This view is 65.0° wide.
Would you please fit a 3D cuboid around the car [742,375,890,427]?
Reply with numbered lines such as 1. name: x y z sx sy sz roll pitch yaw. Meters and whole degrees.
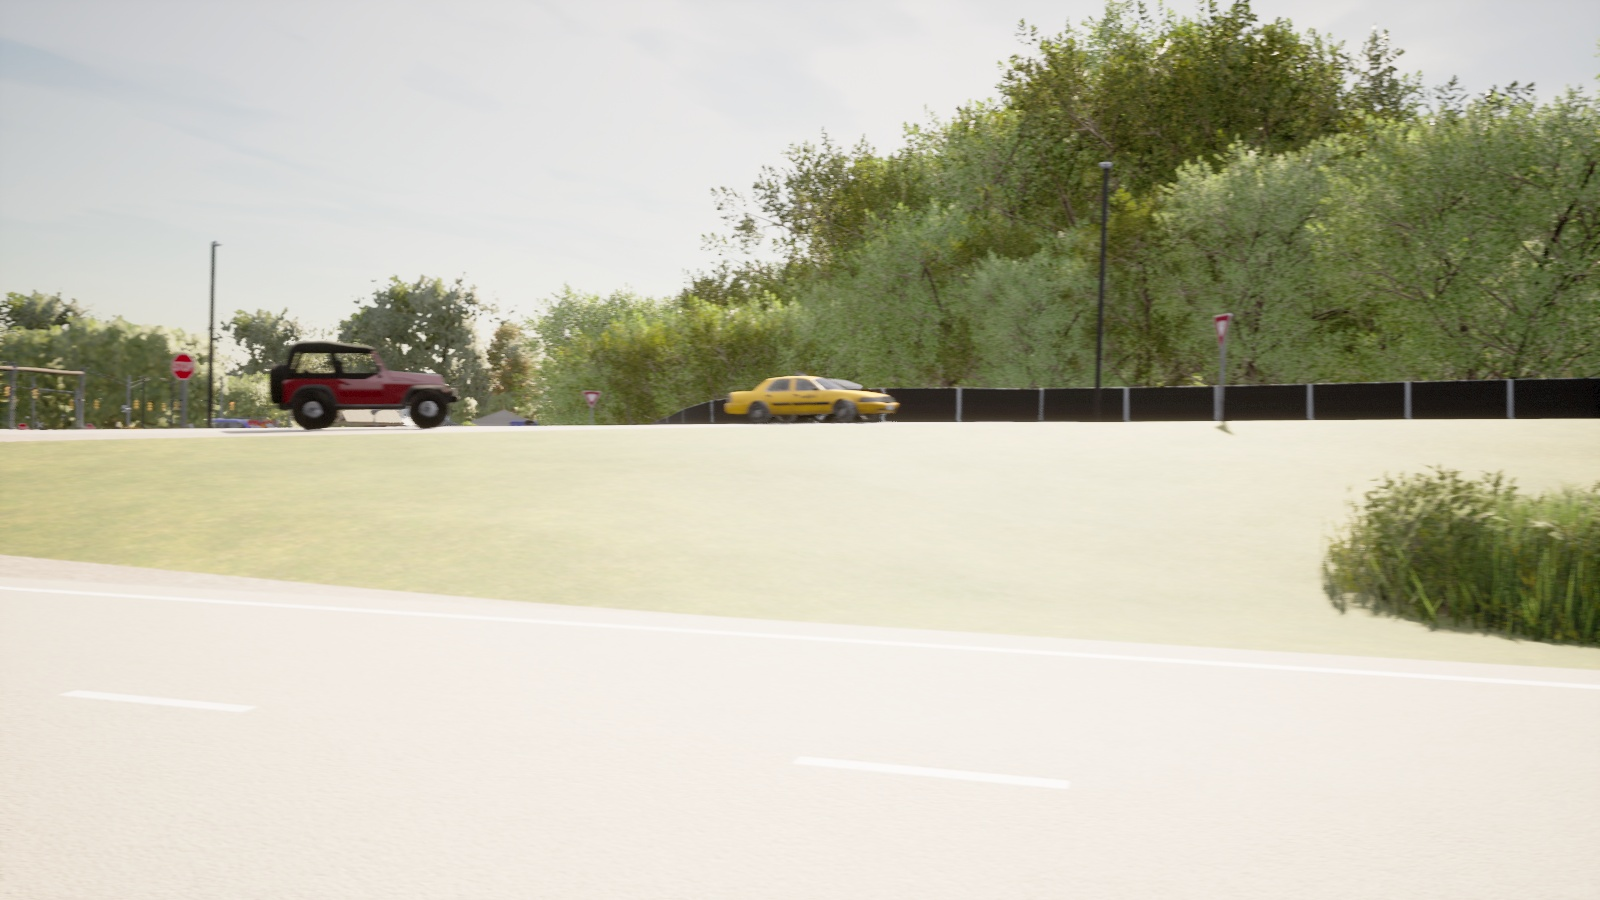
1. car: 0.462 -1.602 41.707 2.163 1.488 4.792 -2 1 -43

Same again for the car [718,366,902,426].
1. car: 0.267 -1.616 38.268 5.366 1.575 1.801 -1 1 30

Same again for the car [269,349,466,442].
1. car: -9.342 -1.192 27.359 3.866 1.878 1.905 -2 2 -17
